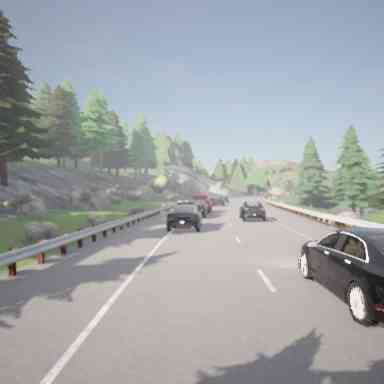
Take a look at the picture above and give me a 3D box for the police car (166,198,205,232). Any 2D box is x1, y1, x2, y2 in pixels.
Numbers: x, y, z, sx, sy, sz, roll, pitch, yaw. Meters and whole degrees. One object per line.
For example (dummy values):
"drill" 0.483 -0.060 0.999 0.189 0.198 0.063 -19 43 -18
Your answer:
"police car" -0.374 1.420 20.346 1.930 1.638 5.238 0 0 4

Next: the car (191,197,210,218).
"car" 0.393 1.470 30.186 1.882 1.535 5.008 0 0 5

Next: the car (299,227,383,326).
"car" 3.741 1.506 7.007 1.837 1.490 4.892 0 0 1

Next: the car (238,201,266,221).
"car" 4.829 1.487 26.992 2.128 1.511 4.902 0 0 5

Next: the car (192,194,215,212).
"car" 1.000 1.216 36.173 2.150 2.045 5.566 0 0 6

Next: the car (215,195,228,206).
"car" 4.284 1.480 53.502 2.128 1.511 4.902 0 0 8
